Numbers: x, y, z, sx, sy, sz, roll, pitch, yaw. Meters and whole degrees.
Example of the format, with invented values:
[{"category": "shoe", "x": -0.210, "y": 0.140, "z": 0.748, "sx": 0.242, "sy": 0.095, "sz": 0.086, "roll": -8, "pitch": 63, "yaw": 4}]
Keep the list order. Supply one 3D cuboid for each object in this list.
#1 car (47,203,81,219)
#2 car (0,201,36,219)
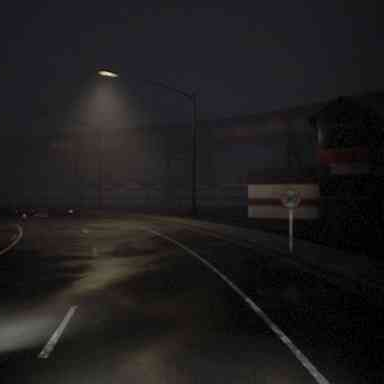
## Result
[{"category": "car", "x": -11.901, "y": 1.678, "z": 30.731, "sx": 1.994, "sy": 1.385, "sz": 4.181, "roll": 0, "pitch": 0, "yaw": -40}, {"category": "car", "x": -15.836, "y": 1.726, "z": 30.001, "sx": 1.895, "sy": 1.301, "sz": 4.718, "roll": 0, "pitch": 0, "yaw": -43}]
